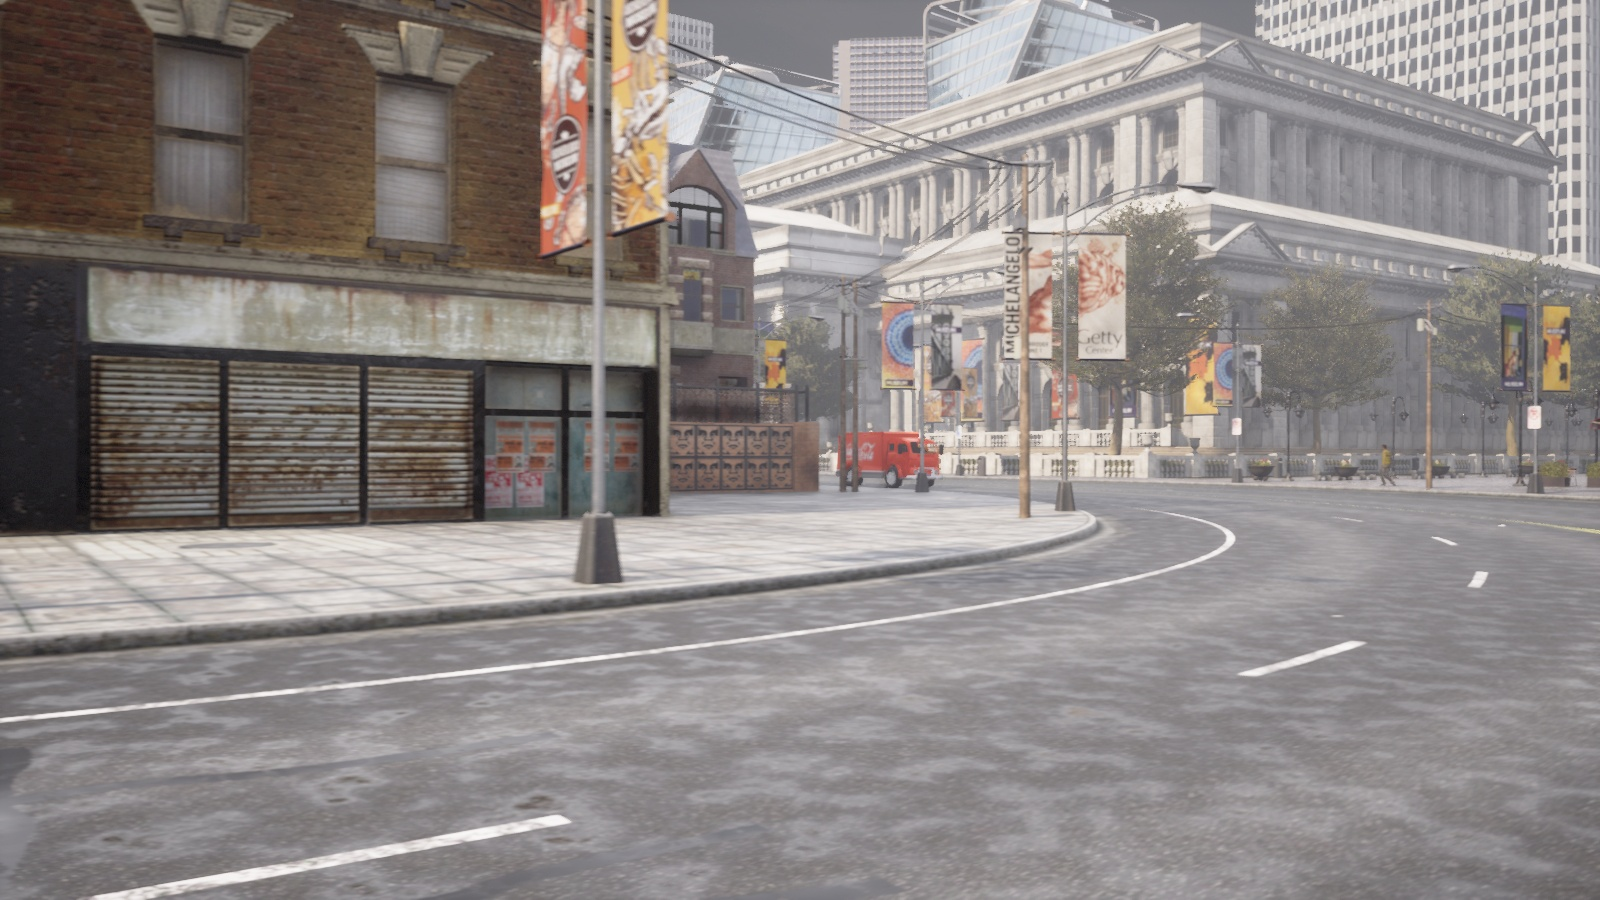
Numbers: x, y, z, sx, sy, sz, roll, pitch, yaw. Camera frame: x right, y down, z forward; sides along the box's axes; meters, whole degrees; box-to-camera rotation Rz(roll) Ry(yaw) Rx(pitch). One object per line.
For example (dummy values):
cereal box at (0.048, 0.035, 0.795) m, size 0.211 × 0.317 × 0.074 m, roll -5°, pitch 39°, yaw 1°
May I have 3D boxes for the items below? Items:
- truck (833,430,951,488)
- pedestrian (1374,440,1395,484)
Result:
truck at (4.049, 0.399, 56.134) m, size 2.627 × 2.467 × 5.204 m, roll 0°, pitch 0°, yaw -33°
pedestrian at (24.436, 0.487, 52.506) m, size 0.431 × 1.840 × 0.709 m, roll 0°, pitch 0°, yaw -28°
